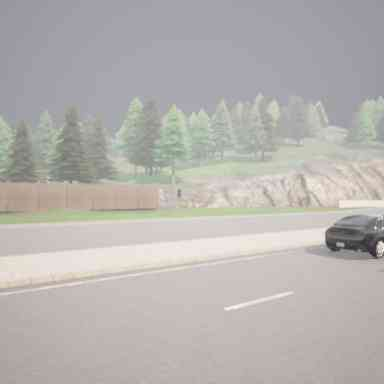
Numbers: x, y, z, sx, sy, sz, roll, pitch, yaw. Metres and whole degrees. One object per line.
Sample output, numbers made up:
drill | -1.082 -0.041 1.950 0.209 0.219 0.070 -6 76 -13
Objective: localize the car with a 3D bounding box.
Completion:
car | 7.326 1.656 13.378 4.892 1.490 1.837 0 0 -35
